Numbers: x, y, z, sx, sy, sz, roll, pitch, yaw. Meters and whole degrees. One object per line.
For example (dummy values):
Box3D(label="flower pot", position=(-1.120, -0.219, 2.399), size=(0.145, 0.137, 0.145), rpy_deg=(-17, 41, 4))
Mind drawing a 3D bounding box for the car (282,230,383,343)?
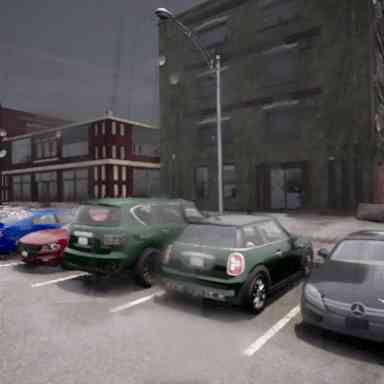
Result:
Box3D(label="car", position=(3.587, 1.515, 6.400), size=(2.002, 1.452, 4.674), rpy_deg=(0, 0, 36))

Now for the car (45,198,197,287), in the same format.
Box3D(label="car", position=(-0.883, 1.191, 9.621), size=(2.435, 2.045, 5.566), rpy_deg=(0, 0, 36))

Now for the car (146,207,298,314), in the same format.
Box3D(label="car", position=(1.324, 1.331, 7.971), size=(2.185, 1.767, 4.553), rpy_deg=(0, 0, 36))

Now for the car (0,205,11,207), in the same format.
Box3D(label="car", position=(-7.629, 1.422, 14.405), size=(2.231, 1.521, 4.892), rpy_deg=(0, 0, 36))

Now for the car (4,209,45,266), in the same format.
Box3D(label="car", position=(-3.142, 1.432, 11.202), size=(2.097, 1.535, 5.008), rpy_deg=(0, 0, 36))

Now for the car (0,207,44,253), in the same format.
Box3D(label="car", position=(-5.391, 1.425, 12.795), size=(2.097, 1.535, 5.008), rpy_deg=(0, 0, 36))
